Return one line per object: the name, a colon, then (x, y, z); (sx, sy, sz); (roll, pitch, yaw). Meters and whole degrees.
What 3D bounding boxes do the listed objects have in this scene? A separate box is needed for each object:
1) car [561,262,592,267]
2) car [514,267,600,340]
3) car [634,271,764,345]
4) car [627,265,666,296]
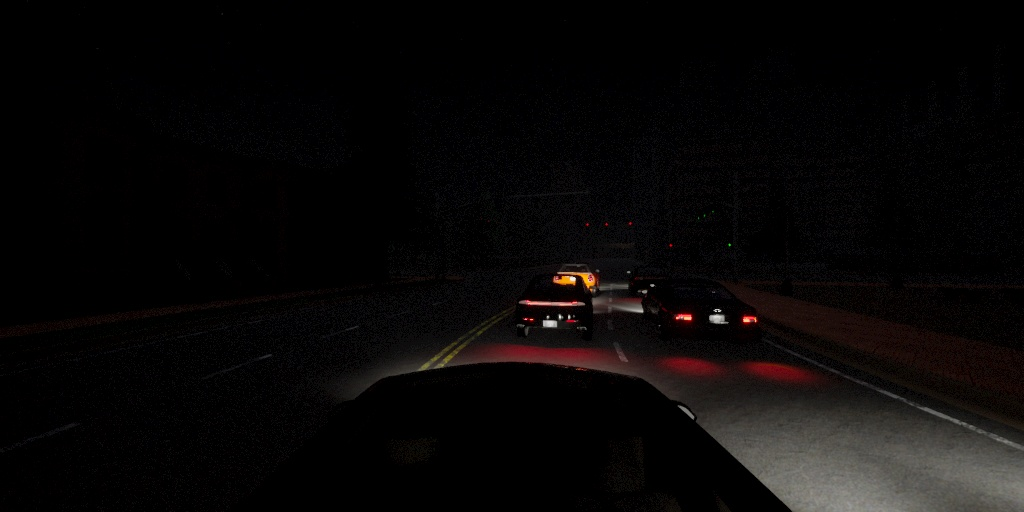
car: (3.489, 1.106, 18.958); (2.097, 1.767, 4.553); (0, 0, 16)
car: (1.324, 1.243, 10.070); (2.128, 1.511, 4.902); (0, 0, 12)
car: (4.697, 1.299, 9.641); (2.033, 1.411, 5.357); (0, 0, 13)
car: (7.257, 1.231, 19.129); (1.882, 1.535, 5.008); (0, 0, 16)
